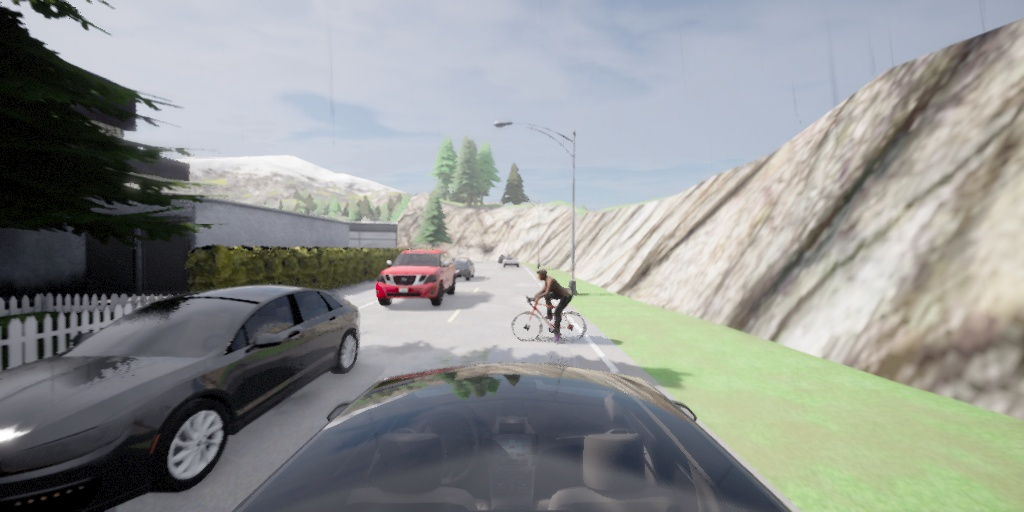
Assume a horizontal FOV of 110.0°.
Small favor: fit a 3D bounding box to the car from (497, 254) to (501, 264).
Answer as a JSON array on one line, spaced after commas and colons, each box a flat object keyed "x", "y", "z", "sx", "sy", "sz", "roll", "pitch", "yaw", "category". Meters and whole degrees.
[{"x": -1.038, "y": 0.402, "z": 53.157, "sx": 2.128, "sy": 1.511, "sz": 4.902, "roll": 0, "pitch": 1, "yaw": -9, "category": "car"}]

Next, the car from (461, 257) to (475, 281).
[{"x": -3.667, "y": 0.842, "z": 25.078, "sx": 2.128, "sy": 1.511, "sz": 4.902, "roll": 0, "pitch": 1, "yaw": 0, "category": "car"}]

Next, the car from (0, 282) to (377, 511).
[{"x": -3.595, "y": 1.189, "z": 4.542, "sx": 1.837, "sy": 1.490, "sz": 4.892, "roll": 0, "pitch": 1, "yaw": 0, "category": "car"}]

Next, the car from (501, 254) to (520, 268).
[{"x": -0.114, "y": 0.682, "z": 42.978, "sx": 1.895, "sy": 1.301, "sz": 4.718, "roll": 0, "pitch": 1, "yaw": -1, "category": "car"}]

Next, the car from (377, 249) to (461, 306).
[{"x": -3.636, "y": 0.741, "z": 14.656, "sx": 2.150, "sy": 2.045, "sz": 5.566, "roll": 0, "pitch": 1, "yaw": -1, "category": "car"}]

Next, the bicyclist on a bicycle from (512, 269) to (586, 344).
[{"x": 0.816, "y": 1.106, "z": 7.899, "sx": 1.656, "sy": 1.620, "sz": 0.582, "roll": 0, "pitch": 1, "yaw": 0, "category": "bicyclist on a bicycle"}]
